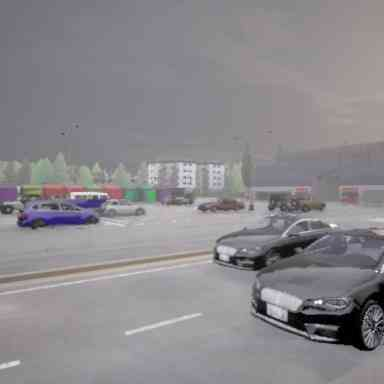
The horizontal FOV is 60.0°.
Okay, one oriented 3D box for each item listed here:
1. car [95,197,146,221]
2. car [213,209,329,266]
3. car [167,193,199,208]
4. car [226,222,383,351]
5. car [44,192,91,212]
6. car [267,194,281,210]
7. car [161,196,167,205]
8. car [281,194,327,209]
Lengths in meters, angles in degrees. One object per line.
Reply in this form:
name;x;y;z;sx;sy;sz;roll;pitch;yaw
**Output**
car;-5.844;1.385;28.211;3.806;1.475;1.970;0;0;-35
car;2.860;1.485;10.310;4.902;1.511;2.128;0;0;-35
car;-1.393;1.130;52.090;3.866;1.878;1.905;0;0;-35
car;3.243;1.487;6.243;4.902;1.511;2.128;0;0;-35
car;-15.681;1.142;41.950;4.605;1.855;1.932;0;0;-35
car;9.976;1.131;36.096;3.866;1.878;1.905;0;0;-35
car;-3.057;1.369;54.460;3.806;1.475;1.970;0;0;-35
car;11.604;1.128;33.702;4.605;1.855;1.932;0;0;-35
